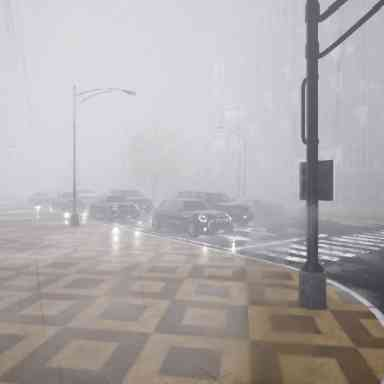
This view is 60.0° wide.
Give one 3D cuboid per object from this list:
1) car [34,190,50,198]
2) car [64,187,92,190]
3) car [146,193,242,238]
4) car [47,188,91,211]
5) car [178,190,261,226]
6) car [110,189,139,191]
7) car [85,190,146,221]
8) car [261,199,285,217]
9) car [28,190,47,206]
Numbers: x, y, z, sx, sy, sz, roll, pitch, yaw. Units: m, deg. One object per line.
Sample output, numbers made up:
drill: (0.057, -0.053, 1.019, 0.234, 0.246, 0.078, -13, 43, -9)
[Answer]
car: (-28.753, 0.281, 63.747, 1.812, 1.442, 4.674, 0, 1, -38)
car: (-12.127, 0.558, 37.051, 2.150, 2.045, 5.566, 0, 1, -37)
car: (-0.072, 1.124, 16.499, 2.097, 1.767, 4.553, 0, 1, -38)
car: (-11.522, 0.786, 31.004, 2.097, 1.767, 4.553, 0, 1, -38)
car: (1.118, 0.950, 20.194, 2.150, 2.045, 5.566, 0, 1, -40)
car: (-5.507, 0.754, 28.616, 2.150, 2.045, 5.566, 0, 1, -38)
car: (-5.488, 0.965, 23.342, 2.097, 1.767, 4.553, 0, 1, -38)
car: (4.728, 1.222, 26.319, 2.033, 1.411, 5.357, 0, 1, -37)
car: (-17.838, 0.771, 39.079, 1.812, 1.442, 4.674, 0, 1, -38)
